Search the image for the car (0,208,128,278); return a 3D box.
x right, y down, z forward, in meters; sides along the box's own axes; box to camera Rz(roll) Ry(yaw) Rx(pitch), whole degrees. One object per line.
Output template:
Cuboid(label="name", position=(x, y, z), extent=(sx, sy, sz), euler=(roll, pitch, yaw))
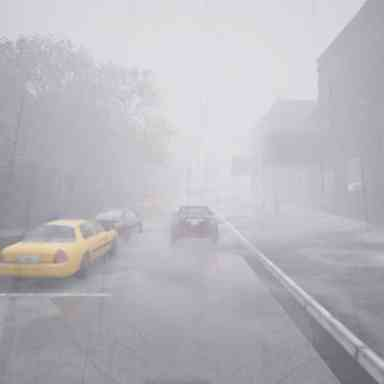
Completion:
Cuboid(label="car", position=(-3.648, 1.476, 10.192), extent=(1.946, 1.575, 5.366), euler=(0, 1, 2))

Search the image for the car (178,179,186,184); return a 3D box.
Cuboid(label="car", position=(-3.675, -2.031, 90.885), extent=(2.163, 1.488, 4.792), euler=(0, 3, 2))

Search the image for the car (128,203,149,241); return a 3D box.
Cuboid(label="car", position=(-3.656, 1.504, 16.328), extent=(2.002, 1.452, 4.674), euler=(0, 0, 2))

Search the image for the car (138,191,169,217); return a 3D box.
Cuboid(label="car", position=(-3.636, 1.124, 29.585), extent=(2.185, 1.767, 4.553), euler=(2, 2, 2))

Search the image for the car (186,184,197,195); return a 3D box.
Cuboid(label="car", position=(-0.017, -0.320, 62.476), extent=(1.882, 1.535, 5.008), euler=(0, 4, 0))

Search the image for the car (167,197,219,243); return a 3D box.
Cuboid(label="car", position=(0.044, 1.335, 16.229), extent=(2.097, 1.767, 4.553), euler=(0, 0, -2))

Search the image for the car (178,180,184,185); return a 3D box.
Cuboid(label="car", position=(-3.666, -1.386, 79.918), extent=(1.946, 1.575, 5.366), euler=(0, 3, 2))

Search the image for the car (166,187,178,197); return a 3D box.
Cuboid(label="car", position=(-3.646, 0.618, 46.338), extent=(2.231, 1.521, 4.892), euler=(1, 3, 2))

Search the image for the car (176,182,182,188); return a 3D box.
Cuboid(label="car", position=(-3.671, -0.476, 63.011), extent=(2.185, 1.767, 4.553), euler=(0, 3, 2))

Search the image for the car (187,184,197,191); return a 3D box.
Cuboid(label="car", position=(-0.019, -1.062, 72.940), extent=(2.033, 1.411, 5.357), euler=(0, 4, 0))

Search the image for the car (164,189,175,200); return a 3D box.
Cuboid(label="car", position=(-3.642, 0.864, 40.604), extent=(1.946, 1.575, 5.366), euler=(1, 2, 2))

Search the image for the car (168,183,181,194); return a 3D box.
Cuboid(label="car", position=(-3.670, -0.140, 57.451), extent=(2.185, 1.767, 4.553), euler=(0, 3, 2))
